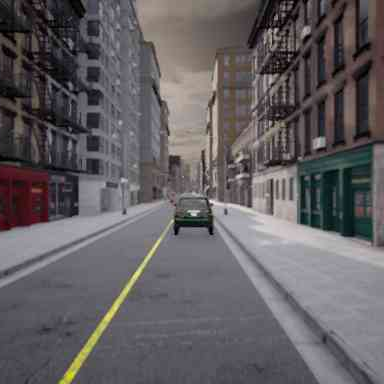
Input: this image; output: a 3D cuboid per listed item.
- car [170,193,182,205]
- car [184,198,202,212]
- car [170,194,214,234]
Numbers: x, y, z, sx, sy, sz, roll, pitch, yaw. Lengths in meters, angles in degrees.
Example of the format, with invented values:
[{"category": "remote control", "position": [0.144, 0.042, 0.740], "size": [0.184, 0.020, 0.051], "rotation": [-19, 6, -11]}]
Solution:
[{"category": "car", "position": [-3.028, 1.324, 64.886], "size": [2.150, 2.045, 5.566], "rotation": [0, 0, 0]}, {"category": "car", "position": [0.082, 1.505, 40.893], "size": [2.128, 1.511, 4.902], "rotation": [0, 0, 0]}, {"category": "car", "position": [0.092, 1.231, 19.528], "size": [2.150, 2.045, 5.566], "rotation": [0, 0, 0]}]
